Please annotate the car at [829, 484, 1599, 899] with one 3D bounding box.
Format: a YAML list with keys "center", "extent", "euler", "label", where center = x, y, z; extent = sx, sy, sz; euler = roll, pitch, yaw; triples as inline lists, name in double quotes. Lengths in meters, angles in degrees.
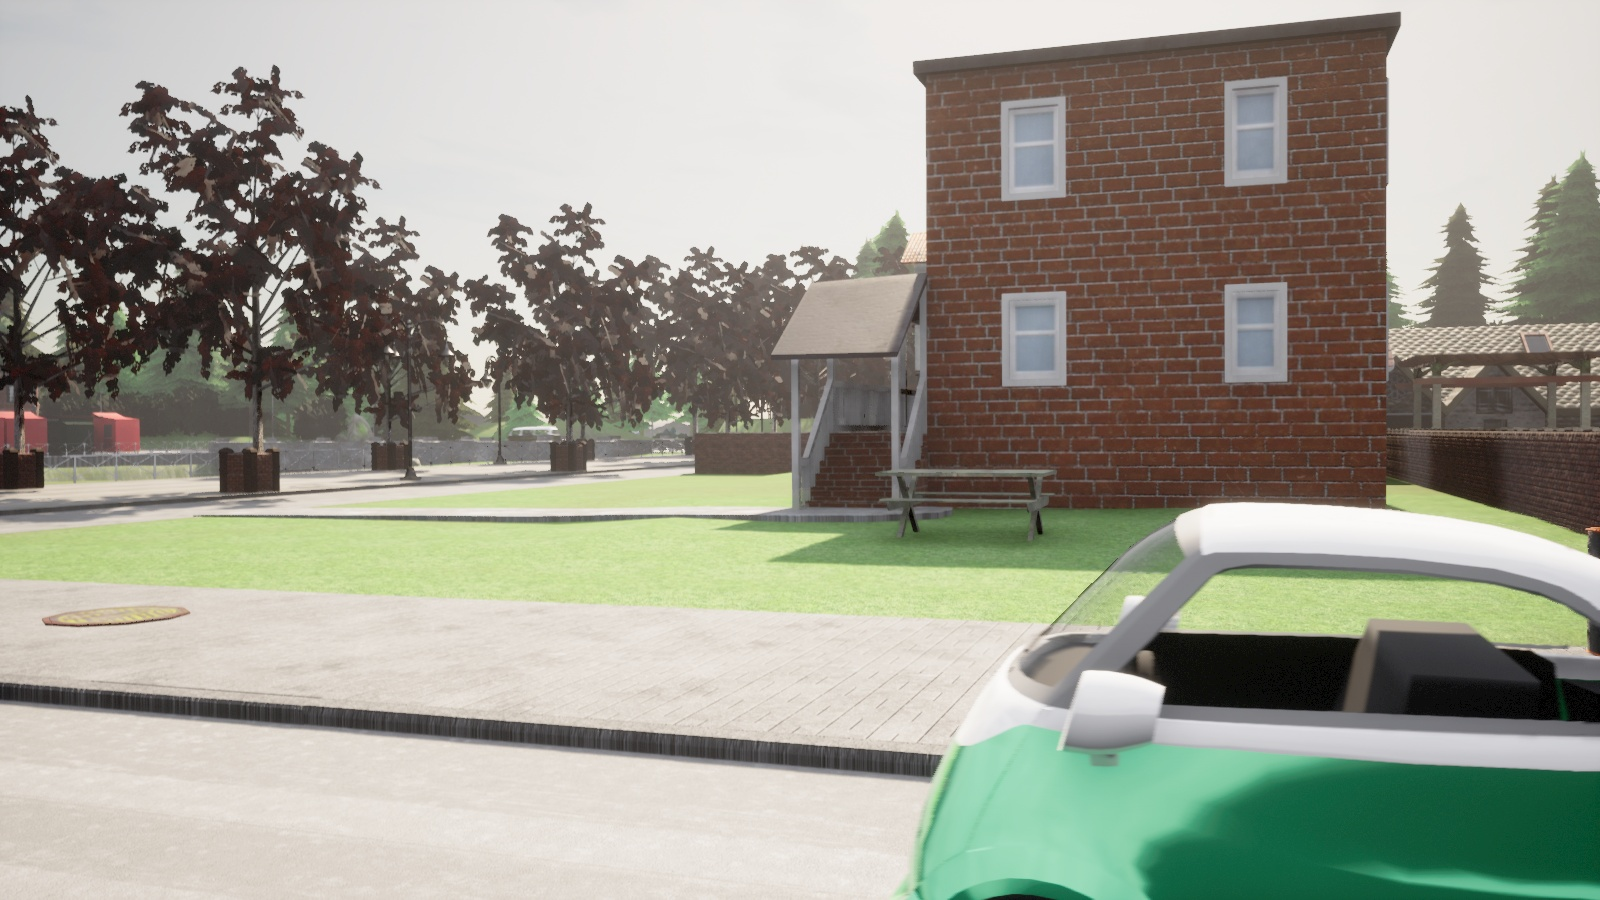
- center: [1.352, 0.834, 3.264]
  extent: [2.207, 1.376, 1.481]
  euler: [1, 1, 19]
  label: "car"
